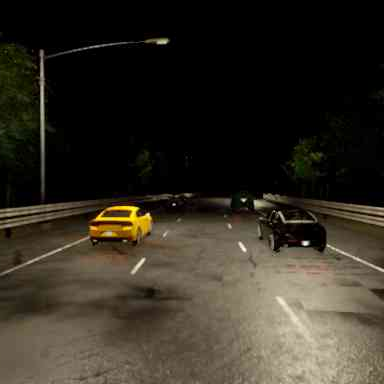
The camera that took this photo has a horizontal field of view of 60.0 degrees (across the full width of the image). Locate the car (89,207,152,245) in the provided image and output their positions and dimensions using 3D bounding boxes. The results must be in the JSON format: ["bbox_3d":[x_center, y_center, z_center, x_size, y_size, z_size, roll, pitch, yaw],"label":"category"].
[{"bbox_3d":[-3.044,1.393,15.087,1.882,1.535,5.008,0,1,2],"label":"car"}]

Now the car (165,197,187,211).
[{"bbox_3d":[-1.655,1.234,36.132,1.994,1.385,4.181,0,1,5],"label":"car"}]

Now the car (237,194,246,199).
[{"bbox_3d":[12.461,1.044,83.258,1.895,1.301,4.718,0,0,12],"label":"car"}]

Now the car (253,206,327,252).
[{"bbox_3d":[3.903,1.438,13.594,1.837,1.490,4.892,0,1,2],"label":"car"}]

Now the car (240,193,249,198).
[{"bbox_3d":[14.858,1.011,93.728,2.033,1.411,5.357,0,0,14],"label":"car"}]

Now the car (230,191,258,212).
[{"bbox_3d":[5.227,0.905,34.687,2.150,2.045,5.566,0,1,5],"label":"car"}]
